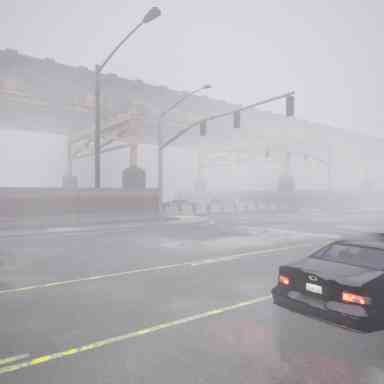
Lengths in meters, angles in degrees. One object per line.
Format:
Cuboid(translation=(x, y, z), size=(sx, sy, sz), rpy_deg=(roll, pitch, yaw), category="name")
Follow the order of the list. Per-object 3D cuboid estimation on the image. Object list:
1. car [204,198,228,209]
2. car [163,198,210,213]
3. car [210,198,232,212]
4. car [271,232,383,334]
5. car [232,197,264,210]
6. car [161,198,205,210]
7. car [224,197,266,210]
Cuboid(translation=(2.885, 1.295, 38.746), size=(1.853, 1.218, 4.536), rpy_deg=(0, 0, 17), category="car")
Cuboid(translation=(-0.848, 1.453, 35.974), size=(4.974, 1.542, 2.038), rpy_deg=(0, 0, 7), category="car")
Cuboid(translation=(2.869, 1.453, 38.696), size=(2.038, 1.542, 4.974), rpy_deg=(0, 0, 17), category="car")
Cuboid(translation=(3.937, 1.547, 6.660), size=(5.357, 1.411, 2.033), rpy_deg=(0, 0, -36), category="car")
Cuboid(translation=(6.690, 1.295, 42.488), size=(4.536, 1.218, 1.853), rpy_deg=(0, 0, -8), category="car")
Cuboid(translation=(-0.900, 1.295, 35.980), size=(4.536, 1.218, 1.853), rpy_deg=(0, 0, 7), category="car")
Cuboid(translation=(6.742, 1.453, 42.495), size=(4.974, 1.542, 2.038), rpy_deg=(0, 0, -8), category="car")
